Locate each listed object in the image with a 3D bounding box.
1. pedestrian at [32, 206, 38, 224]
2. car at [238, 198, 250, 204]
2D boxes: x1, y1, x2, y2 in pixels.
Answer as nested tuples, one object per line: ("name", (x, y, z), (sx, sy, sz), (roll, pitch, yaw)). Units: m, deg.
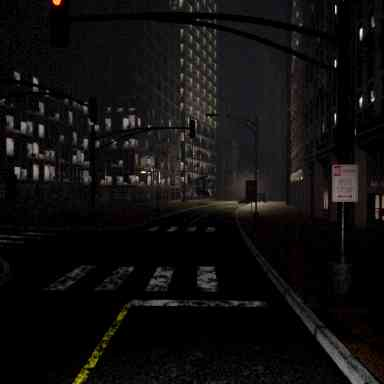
("pedestrian", (-9.392, 1.345, 19.878), (0.500, 1.100, 0.500), (0, 0, 17))
("car", (10.842, 1.864, 69.010), (1.895, 1.301, 4.718), (0, 0, 18))
